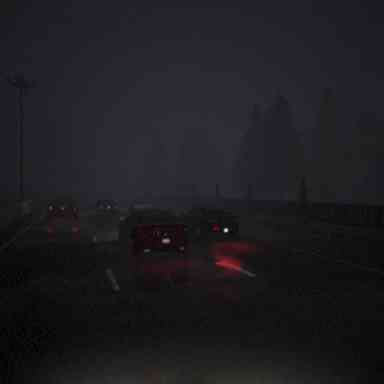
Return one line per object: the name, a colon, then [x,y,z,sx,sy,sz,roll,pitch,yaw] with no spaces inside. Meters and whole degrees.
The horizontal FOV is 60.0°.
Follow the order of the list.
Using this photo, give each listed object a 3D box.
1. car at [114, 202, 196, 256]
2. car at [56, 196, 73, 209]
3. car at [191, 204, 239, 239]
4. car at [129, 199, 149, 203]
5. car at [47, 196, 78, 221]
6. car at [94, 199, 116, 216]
car: [-1.661,1.390,12.935,1.882,1.535,5.008,0,0,-20]
car: [-15.660,1.256,40.799,1.812,1.442,4.674,0,0,-23]
car: [0.667,1.390,16.835,1.837,1.490,4.892,0,0,-20]
car: [-5.380,1.374,33.828,1.895,1.301,4.718,0,0,-20]
car: [-9.862,1.182,25.536,2.097,1.767,4.553,0,0,-20]
car: [-7.874,1.344,30.406,2.033,1.411,5.357,0,0,-20]
